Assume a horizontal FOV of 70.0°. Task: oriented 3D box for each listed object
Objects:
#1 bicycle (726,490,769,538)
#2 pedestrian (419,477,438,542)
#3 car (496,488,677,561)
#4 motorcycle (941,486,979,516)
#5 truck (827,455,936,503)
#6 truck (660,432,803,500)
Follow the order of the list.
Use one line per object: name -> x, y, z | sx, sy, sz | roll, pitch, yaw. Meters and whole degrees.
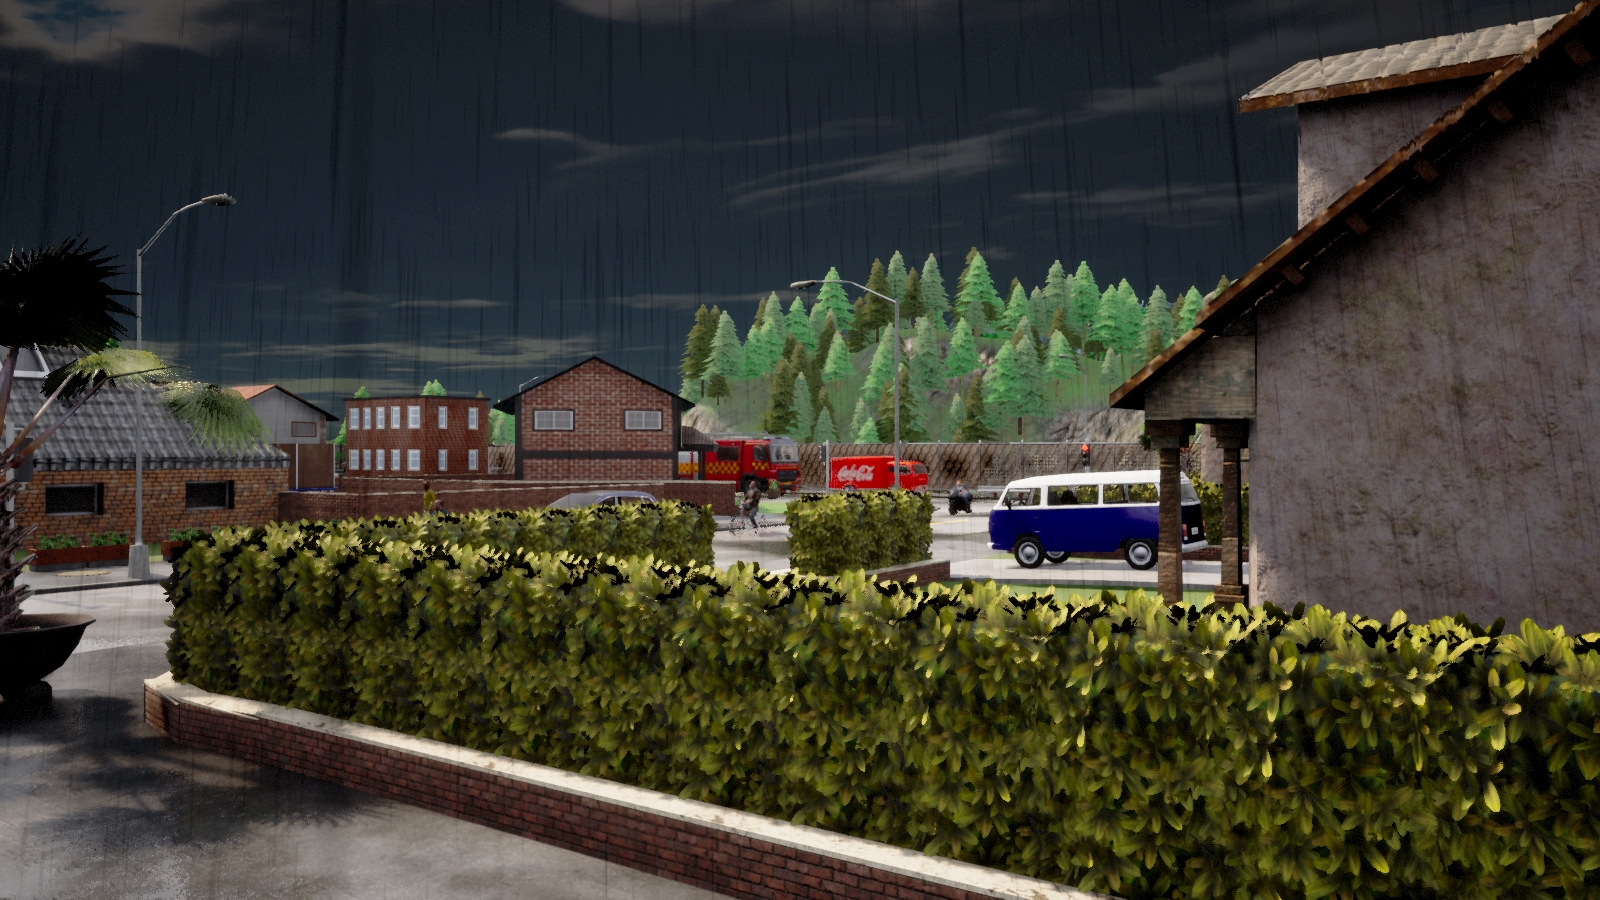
bicycle -> -1.698, 2.051, 37.142 | 0.329, 1.471, 1.835 | 0, 0, 35
pedestrian -> -10.770, 1.732, 33.146 | 0.375, 1.860, 0.375 | 0, 0, 33
car -> -5.756, 1.958, 31.296 | 2.242, 1.667, 4.611 | 0, 0, 35
motorcycle -> 6.868, 2.177, 48.964 | 0.803, 1.199, 2.033 | -1, -1, 34
truck -> 4.394, 1.571, 61.798 | 5.204, 2.467, 2.627 | -1, -1, 35
truck -> -4.134, 0.873, 67.758 | 8.468, 3.827, 2.891 | 0, 0, 35
